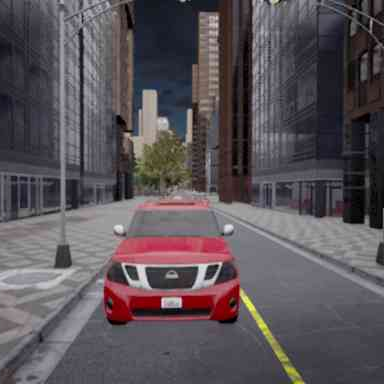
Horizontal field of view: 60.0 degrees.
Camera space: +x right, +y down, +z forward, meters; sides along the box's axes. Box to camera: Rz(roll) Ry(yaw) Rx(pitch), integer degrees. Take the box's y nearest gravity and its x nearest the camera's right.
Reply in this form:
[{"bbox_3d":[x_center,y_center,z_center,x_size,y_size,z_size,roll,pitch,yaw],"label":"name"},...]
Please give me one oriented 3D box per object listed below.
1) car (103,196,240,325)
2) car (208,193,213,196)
[{"bbox_3d":[-0.388,1.226,7.499,2.150,2.045,5.566,0,0,-2],"label":"car"},{"bbox_3d":[1.150,1.352,43.925,2.097,1.767,4.553,0,0,-2],"label":"car"}]
